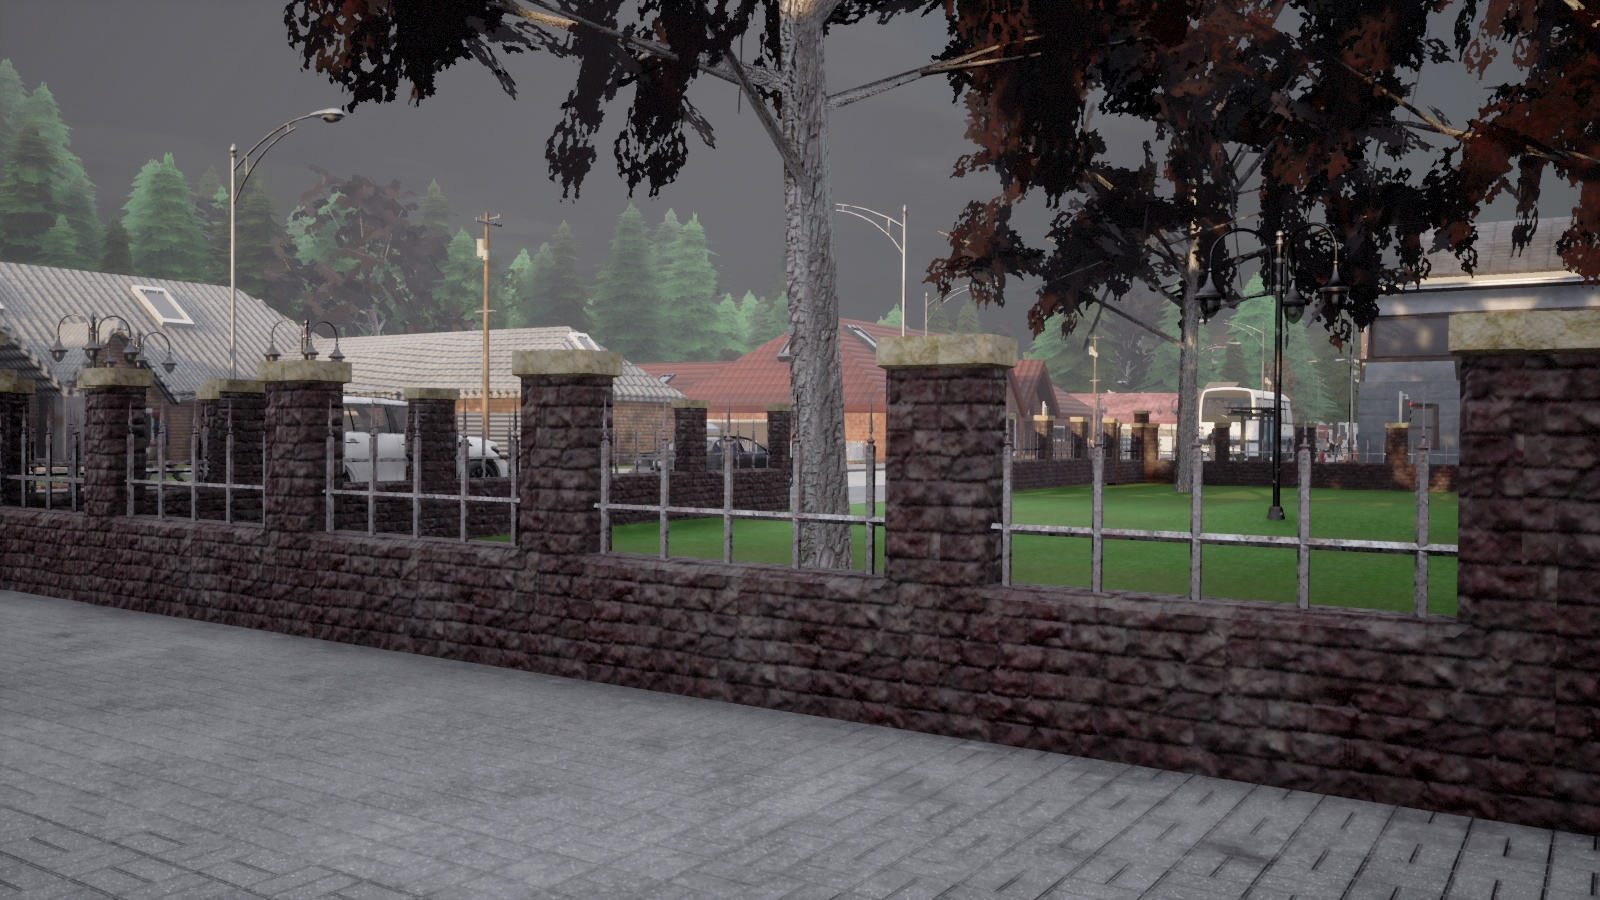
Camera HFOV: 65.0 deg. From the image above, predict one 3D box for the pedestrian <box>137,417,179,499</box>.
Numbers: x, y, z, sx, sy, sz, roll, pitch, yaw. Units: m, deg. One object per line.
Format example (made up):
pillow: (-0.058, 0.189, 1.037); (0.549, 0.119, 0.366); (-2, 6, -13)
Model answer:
pedestrian: (-14.619, 0.164, 28.606); (0.402, 1.842, 0.726); (0, 1, 36)

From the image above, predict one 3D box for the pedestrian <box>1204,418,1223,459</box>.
pedestrian: (18.971, -0.517, 57.626); (0.563, 1.883, 0.849); (0, 1, 41)

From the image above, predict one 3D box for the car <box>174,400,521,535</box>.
car: (-7.683, 0.219, 22.017); (2.150, 2.045, 5.566); (0, 1, 32)

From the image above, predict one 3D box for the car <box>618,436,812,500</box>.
car: (-1.944, 0.375, 30.879); (2.033, 1.411, 5.357); (0, 1, 31)

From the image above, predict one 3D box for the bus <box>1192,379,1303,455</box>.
bus: (26.872, -1.913, 75.026); (3.944, 4.253, 10.273); (0, 1, 33)
